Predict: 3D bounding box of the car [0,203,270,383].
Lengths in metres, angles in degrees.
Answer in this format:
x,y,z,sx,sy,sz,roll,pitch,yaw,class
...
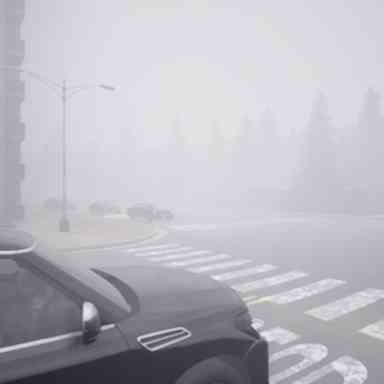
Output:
x,y,z,sx,sy,sz,roll,pitch,yaw,class
-1.913,1.222,2.382,5.566,2.045,2.150,0,0,-35,car

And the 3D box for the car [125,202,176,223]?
x,y,z,sx,sy,sz,roll,pitch,yaw,class
-3.317,1.537,25.883,1.895,1.301,4.718,0,0,-36,car

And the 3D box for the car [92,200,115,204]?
x,y,z,sx,sy,sz,roll,pitch,yaw,class
-8.706,1.500,33.075,1.994,1.385,4.181,0,0,-39,car

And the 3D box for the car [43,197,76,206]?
x,y,z,sx,sy,sz,roll,pitch,yaw,class
-16.069,1.443,40.376,4.892,1.490,1.837,0,0,33,car
